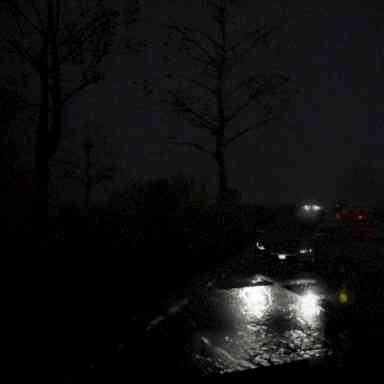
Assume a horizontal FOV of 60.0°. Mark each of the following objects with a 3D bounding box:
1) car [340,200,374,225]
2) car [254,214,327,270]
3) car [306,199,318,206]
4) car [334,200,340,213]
[{"bbox_3d":[12.749,1.612,25.654,1.882,1.535,5.008,0,0,22],"label":"car"},{"bbox_3d":[3.486,1.560,11.481,1.837,1.490,4.892,0,0,24],"label":"car"},{"bbox_3d":[21.634,1.909,59.838,1.895,1.301,4.718,0,0,18],"label":"car"},{"bbox_3d":[18.322,1.737,40.402,1.812,1.442,4.674,0,-1,20],"label":"car"}]
